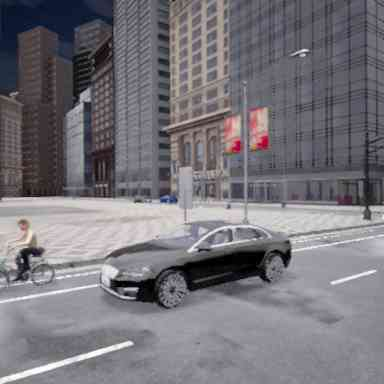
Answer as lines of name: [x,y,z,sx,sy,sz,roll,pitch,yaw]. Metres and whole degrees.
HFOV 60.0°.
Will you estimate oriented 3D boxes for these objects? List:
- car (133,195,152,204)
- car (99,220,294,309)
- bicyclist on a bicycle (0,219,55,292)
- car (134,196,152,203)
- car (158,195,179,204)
car: [-9.042,1.379,60.811,2.128,1.511,4.902,-1,0,-35]
car: [0.323,1.452,7.889,4.902,1.511,2.128,0,0,-35]
bicyclist on a bicycle: [-3.929,1.427,7.614,1.509,1.612,0.866,-1,0,-36]
car: [-9.963,1.451,67.305,1.994,1.385,4.181,-1,0,-35]
car: [-4.178,1.331,59.164,1.882,1.535,5.008,-1,0,-35]
